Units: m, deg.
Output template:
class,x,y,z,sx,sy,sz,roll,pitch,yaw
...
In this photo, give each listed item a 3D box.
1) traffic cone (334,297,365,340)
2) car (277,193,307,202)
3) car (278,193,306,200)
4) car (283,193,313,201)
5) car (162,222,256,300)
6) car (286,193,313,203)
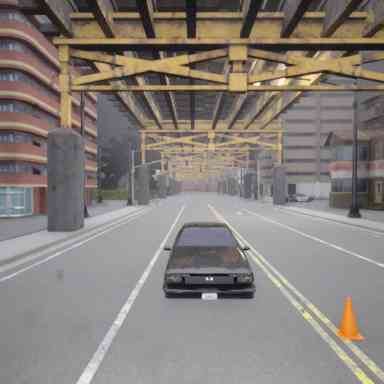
class,x,y,z,sx,sy,sz,roll,pitch,yaw
traffic cone,2.451,1.949,5.206,0.340,0.580,0.340,0,0,0
car,17.783,0.959,59.092,4.974,1.542,2.038,0,1,25
car,17.830,0.802,59.068,4.536,1.218,1.853,0,1,25
car,17.485,0.849,54.951,4.536,1.218,1.853,0,1,-20
car,0.357,1.533,8.812,2.033,1.411,5.357,0,0,1
car,17.436,1.006,54.935,4.974,1.542,2.038,0,1,-20
